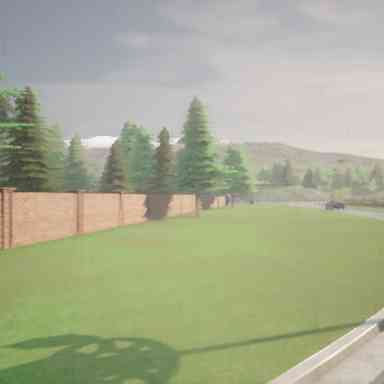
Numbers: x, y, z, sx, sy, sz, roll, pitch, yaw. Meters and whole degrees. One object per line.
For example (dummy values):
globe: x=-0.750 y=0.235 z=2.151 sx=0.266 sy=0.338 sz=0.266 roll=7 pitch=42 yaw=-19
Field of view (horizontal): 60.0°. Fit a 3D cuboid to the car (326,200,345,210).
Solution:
car: x=22.009 y=1.994 z=51.097 sx=1.837 sy=1.490 sz=4.892 roll=-1 pitch=-1 yaw=8
